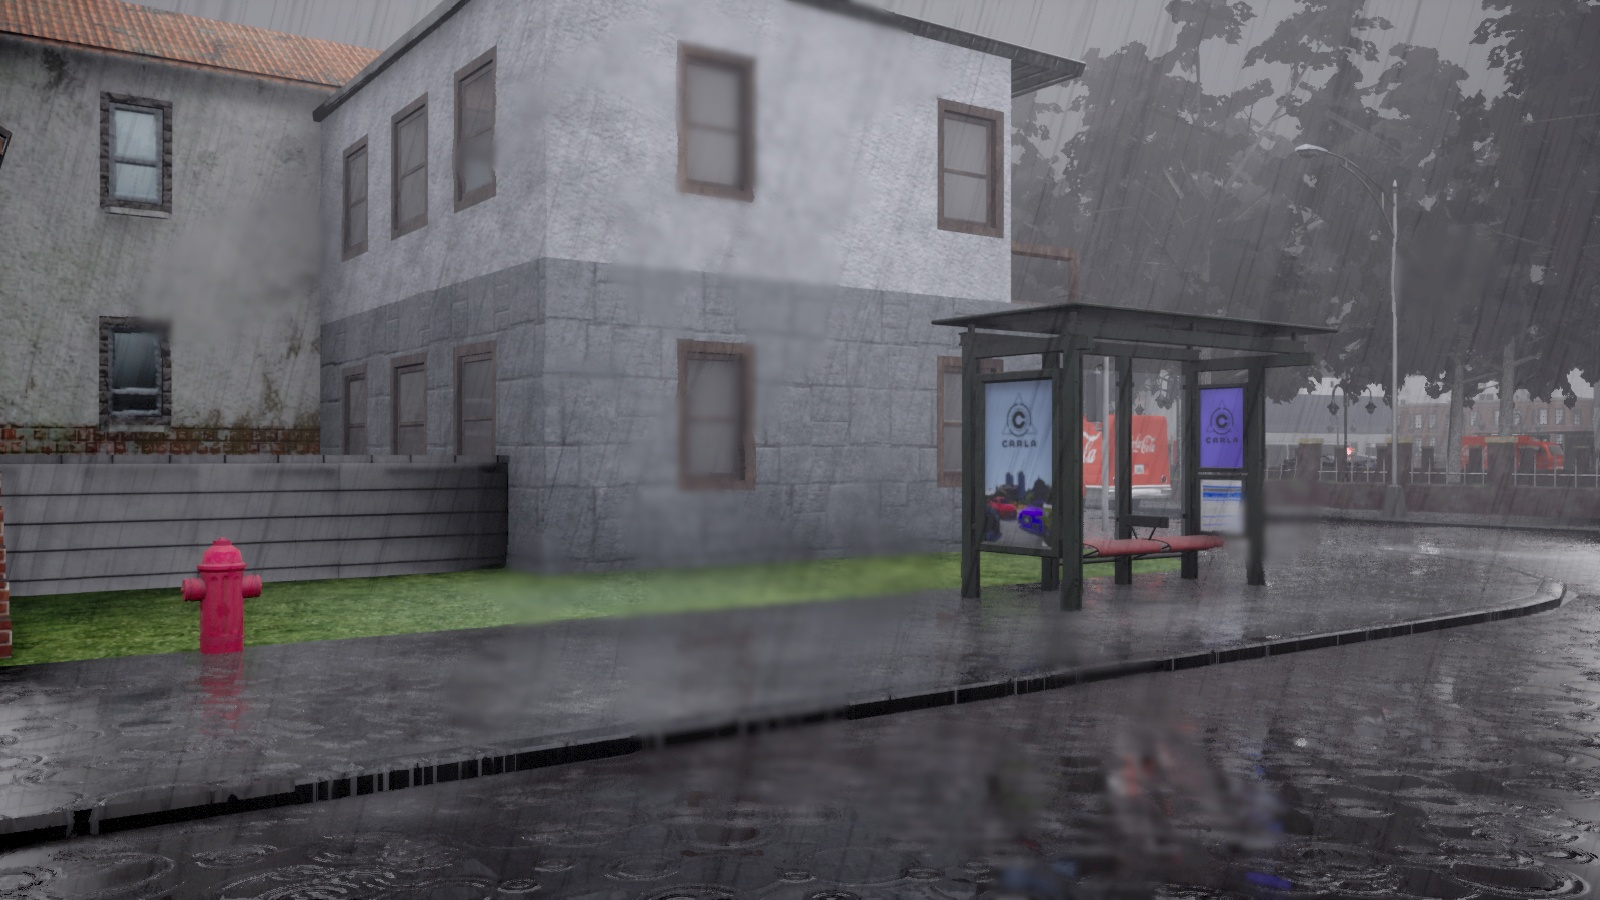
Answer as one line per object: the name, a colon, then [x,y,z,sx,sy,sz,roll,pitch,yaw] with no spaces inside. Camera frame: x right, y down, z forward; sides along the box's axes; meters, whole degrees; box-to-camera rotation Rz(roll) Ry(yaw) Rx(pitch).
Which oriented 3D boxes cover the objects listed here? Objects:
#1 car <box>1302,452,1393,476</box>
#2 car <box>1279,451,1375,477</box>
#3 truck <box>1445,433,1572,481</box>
car: [34.155,0.864,78.466,2.163,1.488,4.792,0,0,-35]
car: [31.516,0.819,75.272,2.128,1.511,4.902,0,0,-35]
truck: [37.570,0.328,66.733,2.627,2.467,5.204,0,1,-35]
